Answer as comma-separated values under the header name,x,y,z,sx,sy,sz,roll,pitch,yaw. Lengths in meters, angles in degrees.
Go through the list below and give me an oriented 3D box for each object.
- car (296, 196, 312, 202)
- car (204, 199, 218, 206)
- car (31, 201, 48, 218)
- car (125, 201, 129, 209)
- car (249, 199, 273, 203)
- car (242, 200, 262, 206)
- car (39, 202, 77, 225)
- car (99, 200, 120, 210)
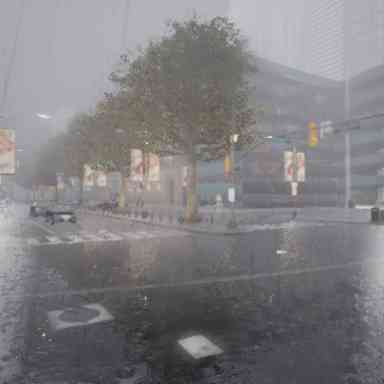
name,x,y,z,sx,sy,sz,roll,pitch,yaw
car,28.844,2.111,85.887,2.435,2.045,5.566,0,-1,-32
car,3.456,2.277,69.709,2.161,1.482,4.786,0,-1,-32
car,-15.920,1.781,35.600,2.097,1.767,4.553,0,-1,-31
car,-12.881,2.218,59.597,2.128,1.511,4.902,0,-1,-32
car,13.372,2.090,61.498,2.002,1.452,4.674,0,-1,-32
car,13.544,2.405,75.451,1.895,1.301,4.718,0,-1,-32
car,-10.776,1.821,27.206,2.128,1.511,4.902,0,-1,-32
car,-13.705,2.136,54.064,1.882,1.535,5.008,0,-1,-32
